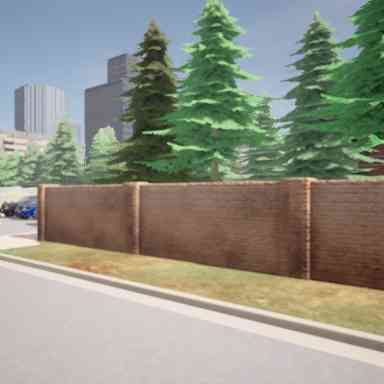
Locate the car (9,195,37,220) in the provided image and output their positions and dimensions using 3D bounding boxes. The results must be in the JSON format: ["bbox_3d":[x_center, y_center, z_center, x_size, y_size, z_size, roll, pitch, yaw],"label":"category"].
[{"bbox_3d":[-12.584,1.283,29.382,2.150,2.045,5.566,0,0,32],"label":"car"}]

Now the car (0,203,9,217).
[{"bbox_3d":[-15.136,1.291,31.748,2.150,2.045,5.566,0,0,35],"label":"car"}]
